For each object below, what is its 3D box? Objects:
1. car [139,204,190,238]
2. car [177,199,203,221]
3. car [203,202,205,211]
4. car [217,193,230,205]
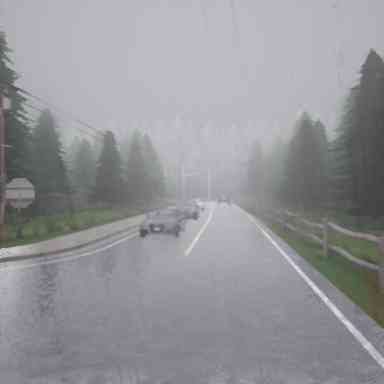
[{"bbox_3d":[-1.466,1.601,17.956,1.994,1.385,4.181,-1,0,6],"label":"car"},{"bbox_3d":[-0.492,1.390,27.850,2.097,1.767,4.553,-1,0,5],"label":"car"},{"bbox_3d":[0.576,1.574,40.827,1.812,1.442,4.674,-1,0,5],"label":"car"},{"bbox_3d":[5.693,1.234,59.759,2.150,2.045,5.566,-1,0,4],"label":"car"}]
